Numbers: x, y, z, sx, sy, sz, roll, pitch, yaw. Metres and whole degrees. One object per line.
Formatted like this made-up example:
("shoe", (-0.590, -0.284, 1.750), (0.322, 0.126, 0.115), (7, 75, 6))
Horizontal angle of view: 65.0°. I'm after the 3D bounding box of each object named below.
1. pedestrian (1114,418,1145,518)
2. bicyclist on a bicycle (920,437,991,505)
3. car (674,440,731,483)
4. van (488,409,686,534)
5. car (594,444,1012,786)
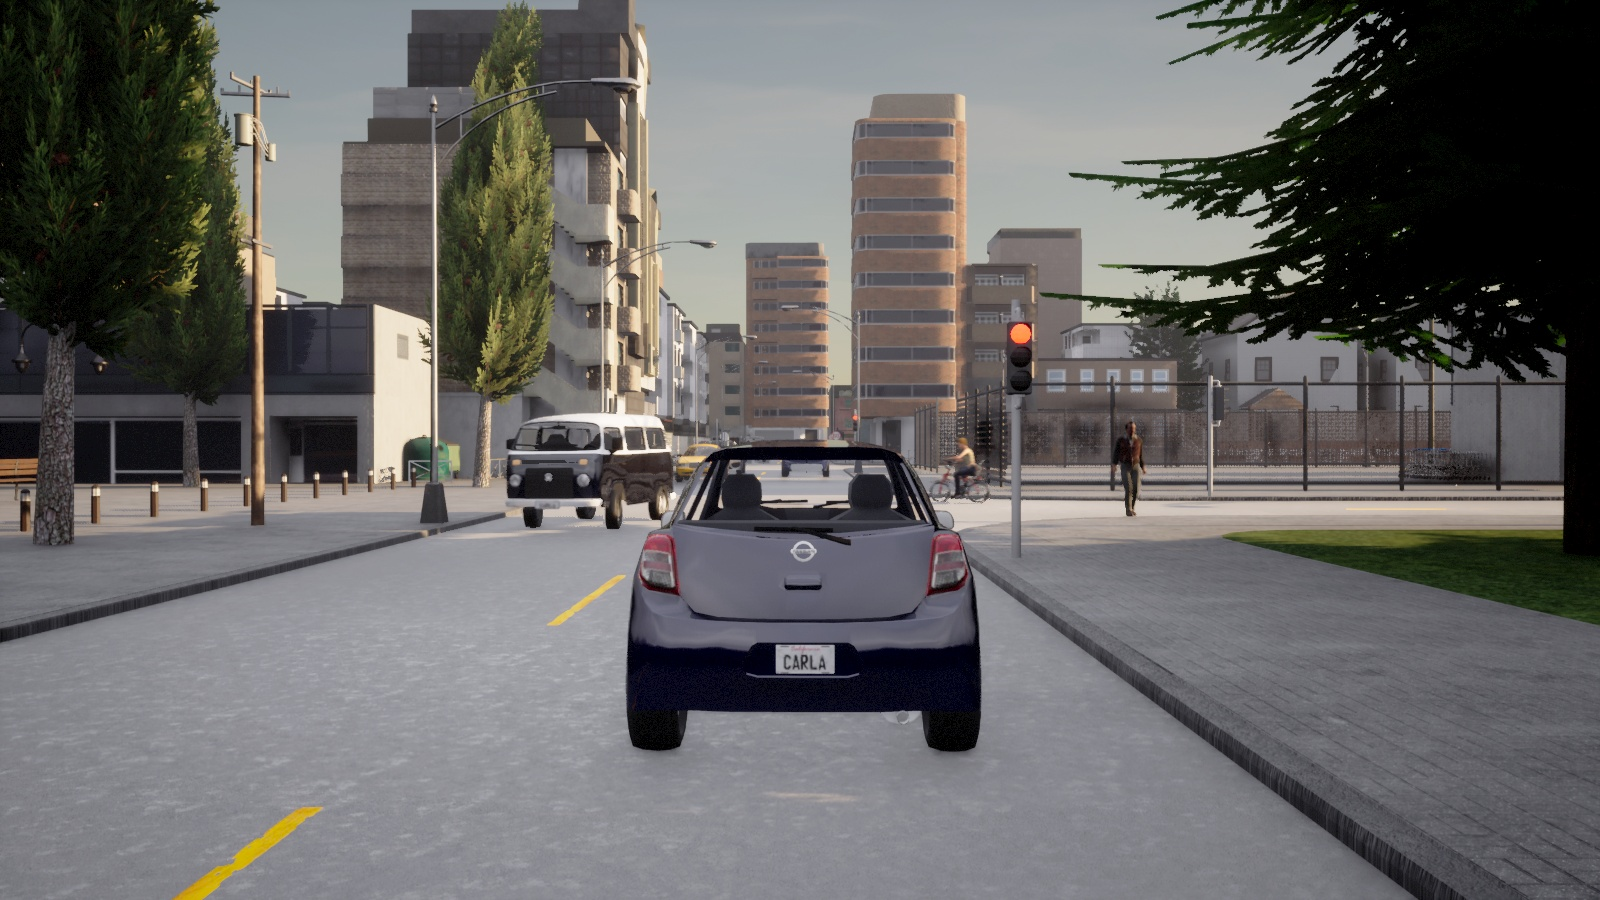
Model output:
("pedestrian", (6.206, 0.332, 23.646), (0.376, 1.854, 0.720), (0, 0, -2))
("bicyclist on a bicycle", (3.811, 0.513, 30.734), (1.509, 1.612, 0.866), (0, -3, 22))
("car", (-3.769, 0.404, 49.318), (1.801, 1.575, 5.366), (0, 0, 0))
("van", (-3.717, 0.338, 22.843), (2.069, 2.038, 4.480), (0, 0, 12))
("car", (0.036, 0.719, 7.361), (1.845, 1.501, 3.633), (0, 0, 1))
